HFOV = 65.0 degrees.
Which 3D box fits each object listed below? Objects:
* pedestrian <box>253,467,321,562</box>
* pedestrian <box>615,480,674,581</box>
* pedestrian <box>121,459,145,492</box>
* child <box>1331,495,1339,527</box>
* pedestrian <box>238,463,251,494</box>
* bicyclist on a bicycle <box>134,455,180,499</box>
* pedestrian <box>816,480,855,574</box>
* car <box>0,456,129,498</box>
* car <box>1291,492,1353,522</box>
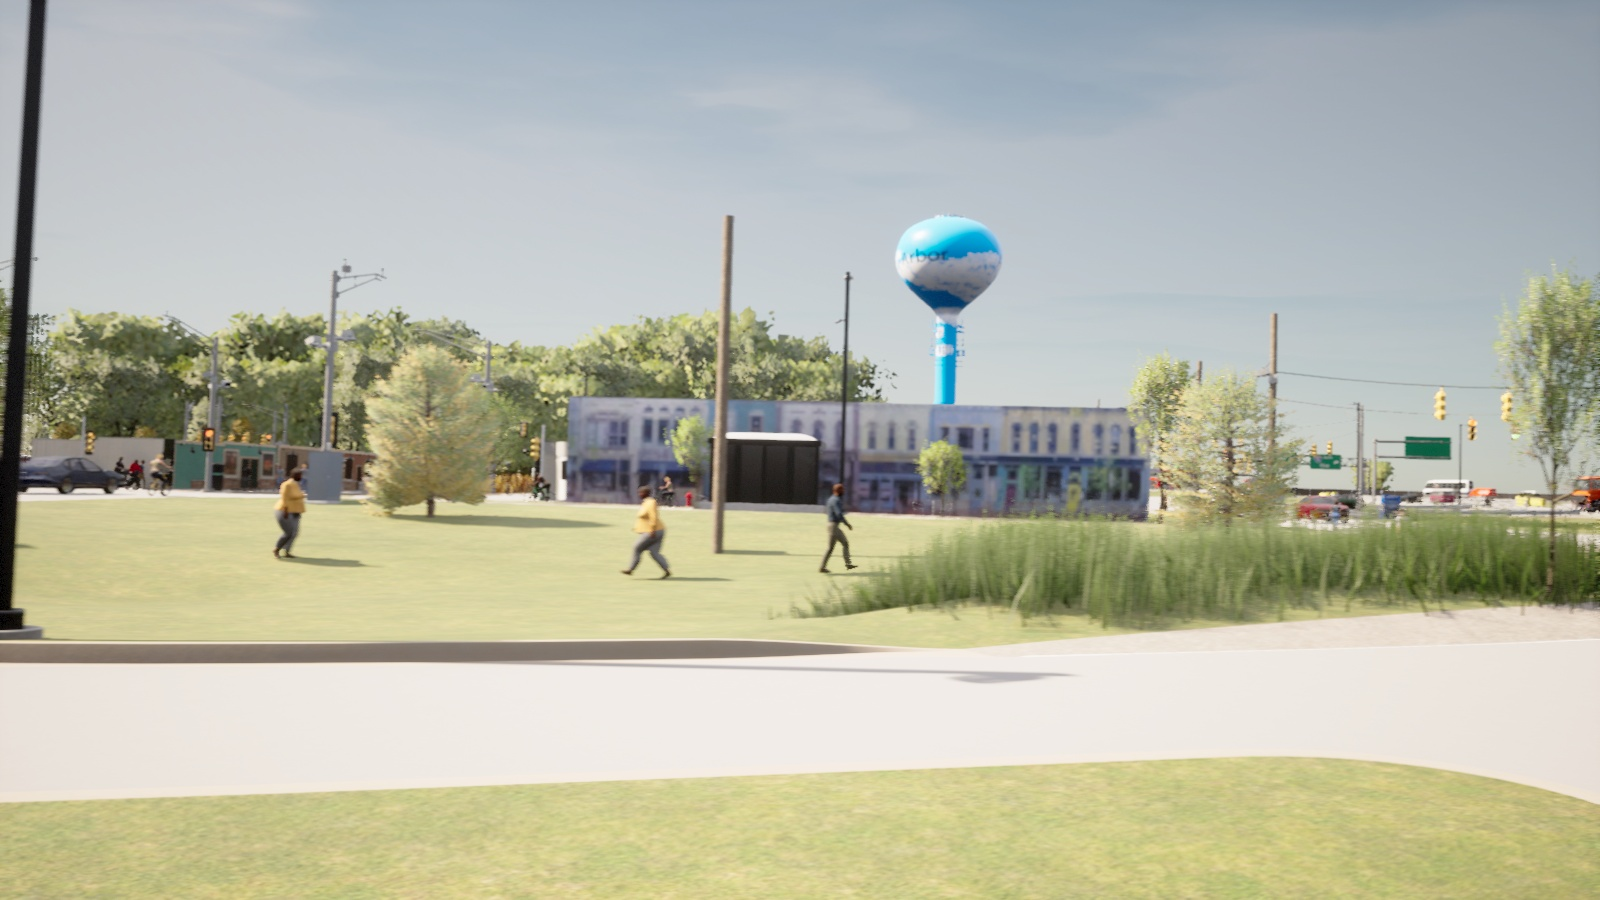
[{"bbox_3d":[-10.343,1.300,25.347,0.900,1.855,0.874,1,-3,3],"label":"pedestrian"},{"bbox_3d":[-2.965,1.530,23.965,0.900,1.855,0.874,1,-3,5],"label":"pedestrian"},{"bbox_3d":[-37.973,1.467,71.492,0.899,1.844,0.634,1,-3,9],"label":"pedestrian"},{"bbox_3d":[21.279,2.441,49.973,0.270,1.263,0.437,0,-3,23],"label":"child"},{"bbox_3d":[-35.691,1.835,80.639,0.402,1.930,0.666,1,-3,8],"label":"pedestrian"},{"bbox_3d":[-24.384,1.024,47.678,0.866,1.612,1.509,1,-1,3],"label":"bicyclist on a bicycle"},{"bbox_3d":[0.702,1.537,25.128,0.726,1.835,0.370,2,-3,0],"label":"pedestrian"},{"bbox_3d":[-27.569,1.030,46.958,2.033,1.411,5.357,1,-2,0],"label":"car"},{"bbox_3d":[28.898,3.127,69.697,1.882,1.535,5.008,1,-2,7],"label":"car"}]
